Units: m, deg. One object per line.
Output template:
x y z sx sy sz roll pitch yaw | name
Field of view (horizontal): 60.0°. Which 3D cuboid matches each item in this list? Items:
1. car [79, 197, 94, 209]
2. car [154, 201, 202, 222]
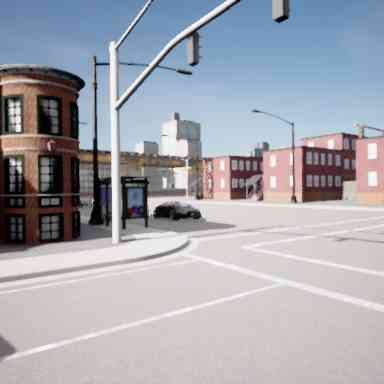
-13.855 1.317 42.612 1.812 1.442 4.674 -1 0 -35 | car
-1.120 1.358 24.578 1.994 1.385 4.181 -1 1 -35 | car
